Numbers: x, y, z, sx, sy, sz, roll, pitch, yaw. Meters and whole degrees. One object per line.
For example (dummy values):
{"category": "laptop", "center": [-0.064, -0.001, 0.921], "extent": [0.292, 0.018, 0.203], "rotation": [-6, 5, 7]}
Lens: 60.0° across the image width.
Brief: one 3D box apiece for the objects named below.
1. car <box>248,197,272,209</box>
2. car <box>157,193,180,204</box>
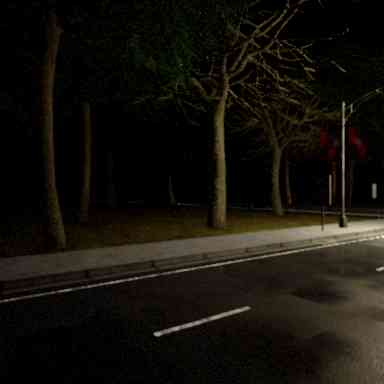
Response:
{"category": "car", "center": [9.466, 1.448, 43.333], "extent": [1.837, 1.490, 4.892], "rotation": [0, 0, -36]}
{"category": "car", "center": [-4.435, 1.148, 62.453], "extent": [2.150, 2.045, 5.566], "rotation": [0, 0, -36]}
